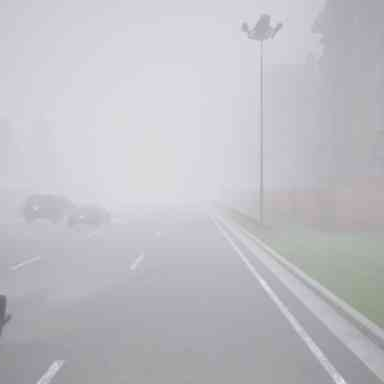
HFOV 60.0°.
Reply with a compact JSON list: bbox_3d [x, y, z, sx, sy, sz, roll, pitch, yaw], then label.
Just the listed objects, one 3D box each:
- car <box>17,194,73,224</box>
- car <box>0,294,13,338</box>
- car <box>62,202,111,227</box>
[{"bbox_3d":[-10.400,1.191,24.827,2.150,2.045,5.566,0,0,0],"label":"car"},{"bbox_3d":[-3.398,1.598,2.443,1.895,1.301,4.718,0,0,0],"label":"car"},{"bbox_3d":[-6.899,1.536,22.697,1.994,1.385,4.181,0,0,0],"label":"car"}]
